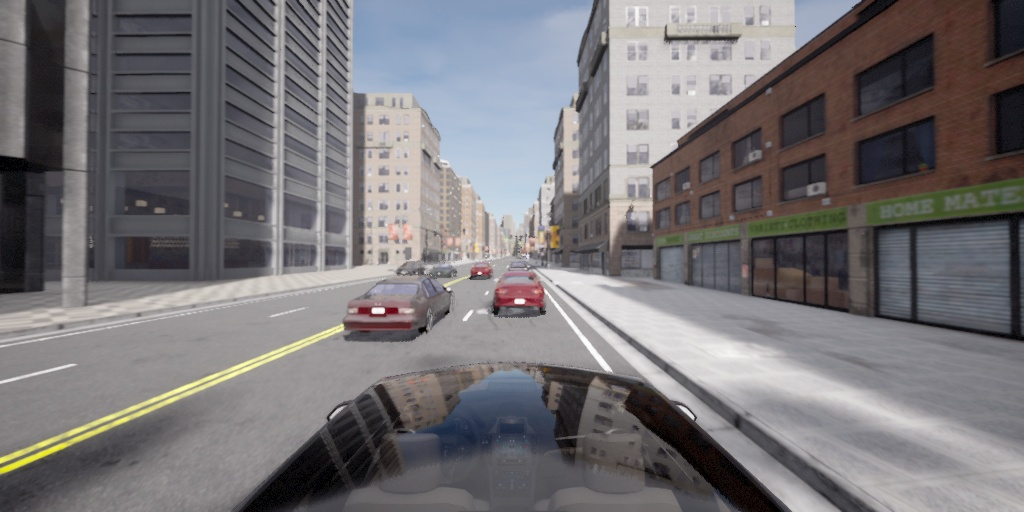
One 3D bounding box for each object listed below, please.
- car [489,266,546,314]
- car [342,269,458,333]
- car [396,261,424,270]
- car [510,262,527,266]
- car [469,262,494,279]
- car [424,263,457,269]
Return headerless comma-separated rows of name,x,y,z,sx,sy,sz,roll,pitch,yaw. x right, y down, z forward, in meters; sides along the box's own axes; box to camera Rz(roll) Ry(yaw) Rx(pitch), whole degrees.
car,0.279,1.279,13.716,1.812,1.442,4.674,0,0,1
car,-3.022,1.300,10.718,2.033,1.411,5.357,0,0,1
car,-9.351,1.259,33.536,1.837,1.490,4.892,0,0,1
car,0.554,1.242,31.484,2.128,1.511,4.902,0,0,1
car,-2.671,1.278,32.490,1.812,1.442,4.674,0,0,1
car,-6.122,1.317,32.211,1.994,1.385,4.181,0,0,1
